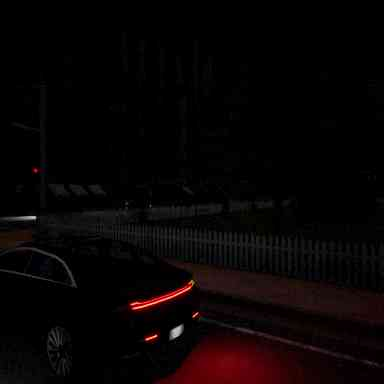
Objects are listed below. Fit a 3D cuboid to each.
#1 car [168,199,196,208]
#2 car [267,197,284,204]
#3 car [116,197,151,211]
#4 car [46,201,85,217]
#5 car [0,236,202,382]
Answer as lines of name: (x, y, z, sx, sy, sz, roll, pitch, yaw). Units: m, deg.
car: (-1.432, 1.601, 48.131, 1.895, 1.301, 4.718, 0, 0, 34)
car: (15.180, 1.547, 59.910, 2.033, 1.411, 5.357, 0, 0, 34)
car: (-6.991, 1.352, 39.911, 2.097, 1.767, 4.553, 0, 0, 34)
car: (-12.409, 1.564, 31.888, 1.994, 1.385, 4.181, 0, 0, 34)
car: (-2.153, 1.491, 5.477, 4.902, 1.511, 2.128, 0, 0, 36)
